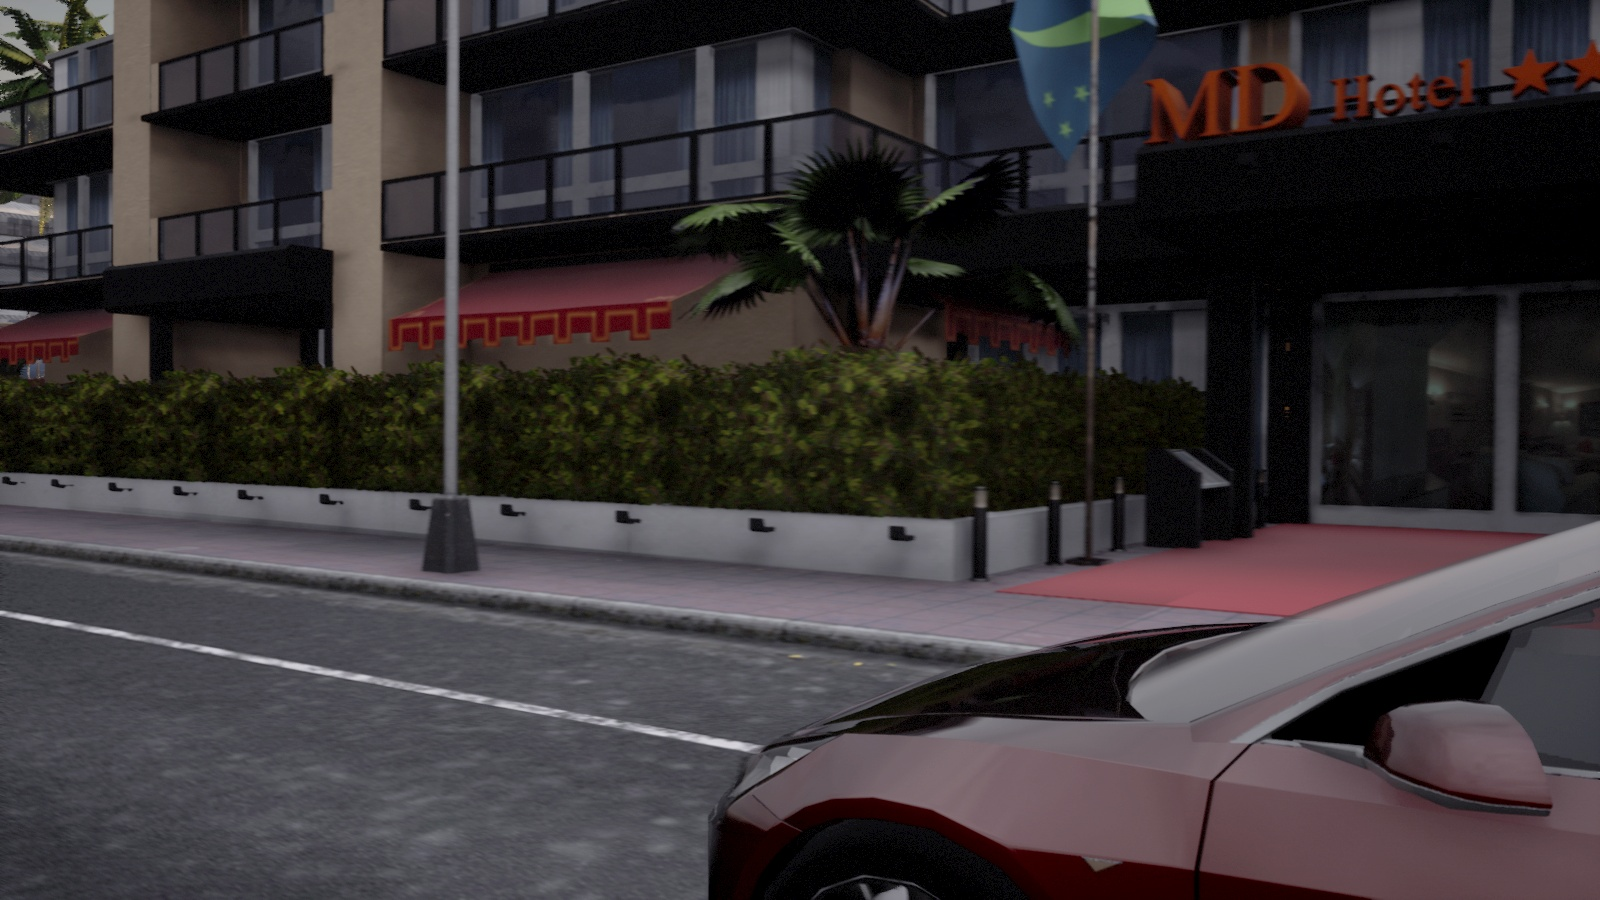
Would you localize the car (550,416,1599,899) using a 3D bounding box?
[{"bbox_3d":[2.071,0.682,2.247,4.792,1.488,2.163,0,1,34],"label":"car"}]
